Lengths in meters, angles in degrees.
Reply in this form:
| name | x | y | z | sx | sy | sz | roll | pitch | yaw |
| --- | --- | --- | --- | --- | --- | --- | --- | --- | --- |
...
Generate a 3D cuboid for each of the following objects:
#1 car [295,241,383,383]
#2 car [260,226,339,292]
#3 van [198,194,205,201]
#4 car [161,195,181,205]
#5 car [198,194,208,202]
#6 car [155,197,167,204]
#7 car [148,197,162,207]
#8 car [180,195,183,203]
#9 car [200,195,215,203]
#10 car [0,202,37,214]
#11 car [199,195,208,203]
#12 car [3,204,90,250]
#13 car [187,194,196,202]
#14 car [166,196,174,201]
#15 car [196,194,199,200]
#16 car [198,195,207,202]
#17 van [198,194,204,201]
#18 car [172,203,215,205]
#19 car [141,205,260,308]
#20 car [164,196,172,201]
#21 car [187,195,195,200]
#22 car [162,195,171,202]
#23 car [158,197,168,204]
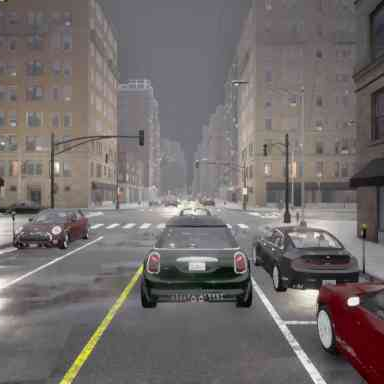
| name | x | y | z | sx | sy | sz | roll | pitch | yaw |
| --- | --- | --- | --- | --- | --- | --- | --- | --- | --- |
| car | 2.683 | 1.545 | 3.209 | 1.887 | 1.381 | 4.507 | 0 | 0 | 0 |
| car | 2.697 | 1.553 | 8.700 | 2.008 | 1.369 | 4.403 | 0 | 0 | 0 |
| van | 2.444 | 1.480 | 85.670 | 1.690 | 1.788 | 3.998 | 0 | 0 | 0 |
| car | -3.073 | 1.588 | 50.245 | 2.033 | 1.411 | 5.357 | 0 | 0 | -1 |
| car | 2.595 | 1.594 | 63.811 | 1.752 | 1.417 | 4.829 | 0 | 0 | 0 |
| car | -5.929 | 1.612 | 63.587 | 1.887 | 1.381 | 4.507 | 0 | 0 | 0 |
| car | -5.852 | 1.595 | 52.571 | 2.008 | 1.369 | 4.403 | 0 | 0 | 0 |
| car | -3.125 | 1.660 | 60.063 | 1.895 | 1.301 | 4.718 | 0 | 0 | 0 |
| car | 2.673 | 1.589 | 52.627 | 1.887 | 1.381 | 4.507 | 0 | 0 | 0 |
| car | -14.703 | 1.538 | 30.253 | 4.718 | 1.301 | 1.895 | 0 | 0 | 0 |
| car | 2.520 | 1.540 | 74.656 | 1.967 | 1.590 | 4.097 | 0 | 0 | 0 |
| car | -5.815 | 1.445 | 14.209 | 1.967 | 1.590 | 4.097 | 0 | 0 | 0 |
| car | -0.189 | 1.706 | 80.130 | 1.895 | 1.301 | 4.718 | 0 | 0 | 0 |
| car | -6.121 | 1.727 | 91.127 | 1.947 | 1.339 | 4.313 | 0 | 0 | 0 |
| car | 2.559 | 1.398 | 69.148 | 2.192 | 1.841 | 5.009 | 0 | 0 | 0 |
| car | 2.482 | 1.559 | 80.162 | 1.967 | 1.590 | 4.097 | 0 | 0 | 0 |
| van | 2.405 | 1.503 | 91.176 | 1.690 | 1.788 | 3.998 | 0 | 0 | 0 |
| car | 0.137 | 1.497 | 15.400 | 2.128 | 1.511 | 4.902 | 0 | 0 | 0 |
| car | 0.069 | 1.354 | 8.097 | 2.097 | 1.767 | 4.553 | 0 | 0 | -1 |
| car | -6.082 | 1.720 | 85.619 | 1.802 | 1.307 | 4.206 | 0 | 0 | 0 |
| car | -0.259 | 1.542 | 90.105 | 1.994 | 1.385 | 4.181 | 0 | 0 | 0 |
| car | -6.043 | 1.558 | 80.111 | 1.967 | 1.590 | 4.097 | 0 | 0 | 0 |
| car | -5.968 | 1.664 | 69.095 | 1.802 | 1.307 | 4.206 | 0 | 0 | 0 |
